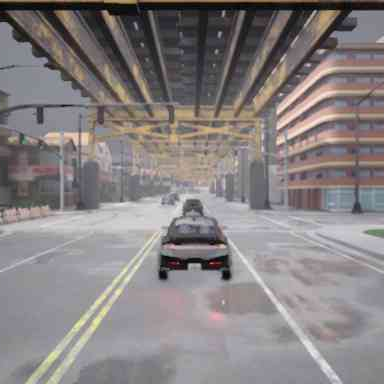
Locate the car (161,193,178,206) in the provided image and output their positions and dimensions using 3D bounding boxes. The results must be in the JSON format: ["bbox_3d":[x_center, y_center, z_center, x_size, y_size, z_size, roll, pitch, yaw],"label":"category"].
[{"bbox_3d":[-3.594,1.295,49.629,2.128,1.511,4.902,0,0,0],"label":"car"}]

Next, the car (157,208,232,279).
[{"bbox_3d":[0.071,1.452,9.870,2.128,1.511,4.902,0,0,0],"label":"car"}]

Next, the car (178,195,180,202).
[{"bbox_3d":[-3.531,1.040,67.058,2.097,1.767,4.553,0,1,0],"label":"car"}]

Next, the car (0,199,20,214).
[{"bbox_3d":[-16.819,1.187,27.325,4.536,1.218,1.853,0,0,-20],"label":"car"}]

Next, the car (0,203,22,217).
[{"bbox_3d":[-16.770,1.344,27.344,4.974,1.542,2.038,0,0,-20],"label":"car"}]

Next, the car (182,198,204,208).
[{"bbox_3d":[0.084,1.378,32.103,1.837,1.490,4.892,0,0,0],"label":"car"}]
